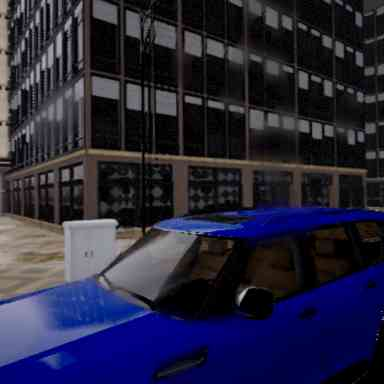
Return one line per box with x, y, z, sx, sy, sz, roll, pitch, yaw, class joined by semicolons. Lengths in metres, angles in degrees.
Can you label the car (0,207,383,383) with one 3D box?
0.456;1.250;3.716;5.566;2.045;2.150;-1;-1;-37;car
